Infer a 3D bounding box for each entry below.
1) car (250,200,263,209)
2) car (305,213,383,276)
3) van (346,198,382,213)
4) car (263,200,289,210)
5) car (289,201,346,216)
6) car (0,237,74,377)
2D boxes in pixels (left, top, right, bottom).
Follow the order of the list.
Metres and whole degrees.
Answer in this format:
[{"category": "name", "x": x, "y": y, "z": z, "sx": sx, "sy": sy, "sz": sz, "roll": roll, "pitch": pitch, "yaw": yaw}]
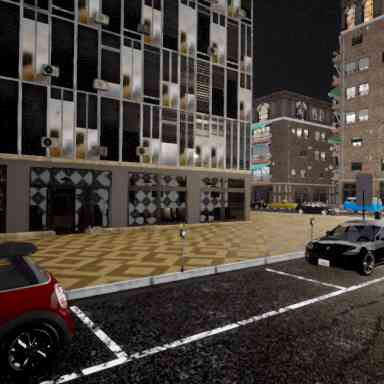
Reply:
[{"category": "car", "x": 9.654, "y": 1.864, "z": 51.114, "sx": 1.947, "sy": 1.339, "sz": 4.313, "roll": 0, "pitch": -1, "yaw": -35}, {"category": "car", "x": 5.398, "y": 1.567, "z": 10.392, "sx": 4.313, "sy": 1.339, "sz": 1.947, "roll": 0, "pitch": 1, "yaw": -35}, {"category": "van", "x": 19.143, "y": 1.525, "z": 37.436, "sx": 1.690, "sy": 1.788, "sz": 3.998, "roll": 0, "pitch": -1, "yaw": -35}, {"category": "car", "x": 12.720, "y": 1.787, "z": 46.694, "sx": 1.752, "sy": 1.417, "sz": 4.829, "roll": 0, "pitch": -1, "yaw": -35}, {"category": "car", "x": 12.254, "y": 1.620, "z": 32.662, "sx": 2.008, "sy": 1.369, "sz": 4.403, "roll": 0, "pitch": -1, "yaw": -35}, {"category": "car", "x": -3.682, "y": 1.440, "z": 3.922, "sx": 4.097, "sy": 1.590, "sz": 1.967, "roll": 0, "pitch": 1, "yaw": -35}]
